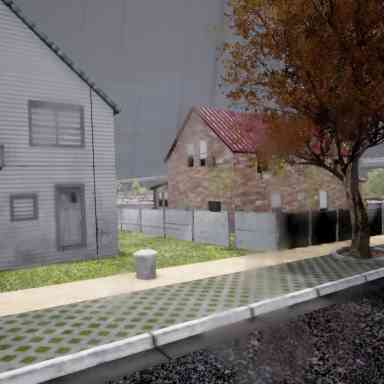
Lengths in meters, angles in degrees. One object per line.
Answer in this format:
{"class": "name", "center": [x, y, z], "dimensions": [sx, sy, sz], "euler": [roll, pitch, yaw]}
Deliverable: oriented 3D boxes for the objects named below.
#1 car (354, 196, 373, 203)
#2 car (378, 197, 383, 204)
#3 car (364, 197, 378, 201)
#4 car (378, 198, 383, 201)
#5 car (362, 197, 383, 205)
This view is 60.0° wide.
{"class": "car", "center": [38.572, 1.681, 74.953], "dimensions": [1.895, 1.301, 4.718], "euler": [-2, 0, 0]}
{"class": "car", "center": [38.483, 1.630, 64.909], "dimensions": [1.812, 1.442, 4.674], "euler": [-2, 0, 0]}
{"class": "car", "center": [31.959, 1.833, 61.740], "dimensions": [1.812, 1.442, 4.674], "euler": [-2, 0, 0]}
{"class": "car", "center": [28.472, 1.658, 46.137], "dimensions": [2.097, 1.767, 4.553], "euler": [-2, 0, 1]}
{"class": "car", "center": [35.234, 1.746, 64.805], "dimensions": [1.812, 1.442, 4.674], "euler": [-2, 0, 0]}
